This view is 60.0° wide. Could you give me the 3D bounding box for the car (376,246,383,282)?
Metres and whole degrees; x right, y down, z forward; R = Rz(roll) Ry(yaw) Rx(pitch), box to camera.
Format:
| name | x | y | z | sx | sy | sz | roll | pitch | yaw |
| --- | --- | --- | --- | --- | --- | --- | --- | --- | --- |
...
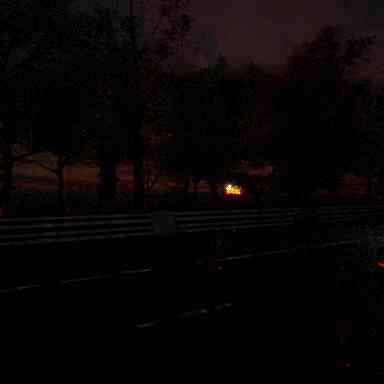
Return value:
| name | x | y | z | sx | sy | sz | roll | pitch | yaw |
| --- | --- | --- | --- | --- | --- | --- | --- | --- | --- |
| car | 6.436 | 1.558 | 8.333 | 4.674 | 1.442 | 1.812 | 0 | 0 | -34 |
